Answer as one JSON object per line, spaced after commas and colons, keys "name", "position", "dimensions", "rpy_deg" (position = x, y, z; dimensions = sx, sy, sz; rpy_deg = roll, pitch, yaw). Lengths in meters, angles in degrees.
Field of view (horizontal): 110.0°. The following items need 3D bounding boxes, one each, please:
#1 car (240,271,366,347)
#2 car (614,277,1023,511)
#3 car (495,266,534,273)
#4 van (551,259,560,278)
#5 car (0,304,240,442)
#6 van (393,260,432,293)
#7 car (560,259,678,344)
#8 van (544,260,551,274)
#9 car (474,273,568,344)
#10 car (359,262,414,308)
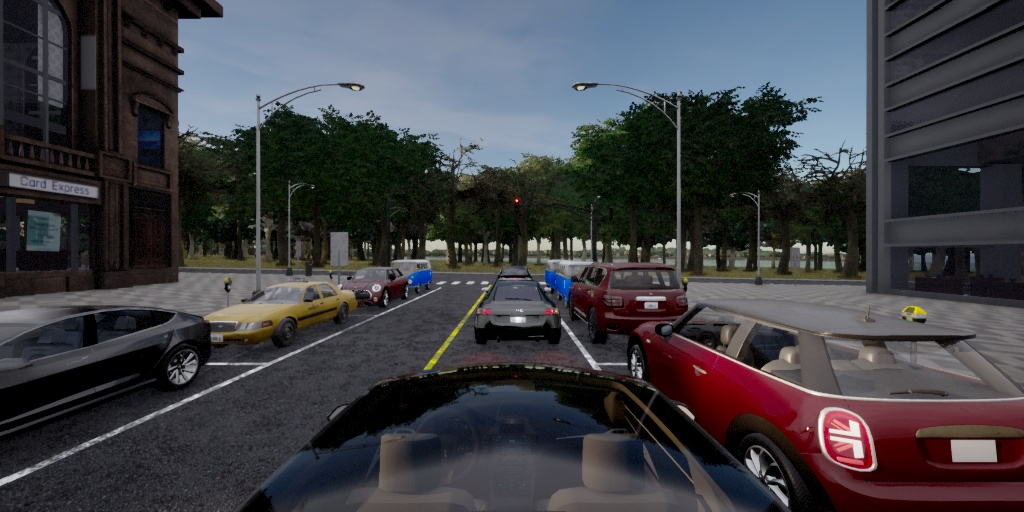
{"name": "car", "position": [-5.750, 1.276, 9.368], "dimensions": [1.751, 1.417, 4.829], "rpy_deg": [0, 0, 0]}
{"name": "car", "position": [2.766, 1.190, 4.084], "dimensions": [1.967, 1.591, 4.097], "rpy_deg": [0, 0, 0]}
{"name": "car", "position": [0.131, 1.243, 18.451], "dimensions": [2.128, 1.511, 4.902], "rpy_deg": [0, 0, 0]}
{"name": "van", "position": [2.786, 1.092, 14.959], "dimensions": [1.690, 1.789, 3.998], "rpy_deg": [0, 0, 0]}
{"name": "car", "position": [-5.759, 1.316, 4.100], "dimensions": [1.948, 1.339, 4.313], "rpy_deg": [0, 0, 0]}
{"name": "van", "position": [-5.729, 1.092, 20.413], "dimensions": [1.690, 1.789, 3.998], "rpy_deg": [0, 0, 0]}
{"name": "car", "position": [2.776, 1.065, 9.522], "dimensions": [2.192, 1.841, 5.009], "rpy_deg": [0, 0, 0]}
{"name": "van", "position": [2.796, 1.092, 20.397], "dimensions": [1.690, 1.789, 3.998], "rpy_deg": [0, 0, 0]}
{"name": "car", "position": [0.118, 1.314, 9.570], "dimensions": [1.994, 1.385, 4.181], "rpy_deg": [0, 0, 0]}
{"name": "car", "position": [-5.739, 1.191, 14.975], "dimensions": [1.967, 1.591, 4.097], "rpy_deg": [0, 0, 0]}
